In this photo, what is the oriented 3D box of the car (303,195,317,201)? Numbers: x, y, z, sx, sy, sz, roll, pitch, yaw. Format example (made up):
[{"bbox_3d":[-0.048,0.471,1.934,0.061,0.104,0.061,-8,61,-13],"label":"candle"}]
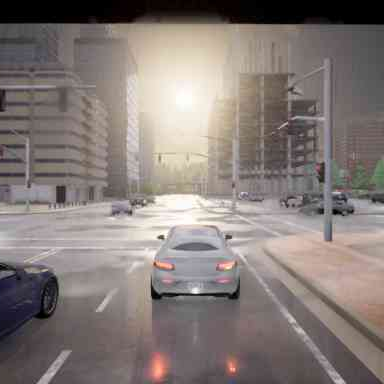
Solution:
[{"bbox_3d":[27.184,1.363,76.926,1.784,1.438,3.905,0,0,0],"label":"car"}]

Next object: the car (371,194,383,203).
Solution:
[{"bbox_3d":[35.487,1.153,61.954,1.932,1.855,4.605,0,0,0],"label":"car"}]

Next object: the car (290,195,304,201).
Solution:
[{"bbox_3d":[24.289,1.395,76.914,1.970,1.475,3.806,0,0,0],"label":"car"}]

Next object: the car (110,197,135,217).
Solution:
[{"bbox_3d":[-6.856,1.525,31.810,1.812,1.442,4.674,0,0,-16],"label":"car"}]

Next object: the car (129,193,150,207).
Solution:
[{"bbox_3d":[-8.121,1.223,50.259,2.150,2.045,5.566,0,0,0],"label":"car"}]

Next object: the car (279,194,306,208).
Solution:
[{"bbox_3d":[13.071,1.153,44.347,1.932,1.855,4.605,0,0,0],"label":"car"}]

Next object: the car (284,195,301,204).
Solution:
[{"bbox_3d":[18.591,1.395,61.785,1.970,1.475,3.806,0,0,0],"label":"car"}]

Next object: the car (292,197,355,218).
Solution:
[{"bbox_3d":[12.102,1.491,30.112,4.902,1.511,2.128,0,0,0],"label":"car"}]

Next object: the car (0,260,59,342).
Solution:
[{"bbox_3d":[-3.441,1.526,4.429,1.812,1.442,4.674,0,0,0],"label":"car"}]

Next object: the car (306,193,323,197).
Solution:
[{"bbox_3d":[15.966,1.156,44.306,1.905,1.878,3.866,0,0,0],"label":"car"}]

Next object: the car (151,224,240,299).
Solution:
[{"bbox_3d":[0.072,1.526,8.303,1.812,1.442,4.674,0,0,0],"label":"car"}]

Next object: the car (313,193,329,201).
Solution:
[{"bbox_3d":[29.867,1.153,76.989,1.932,1.855,4.605,0,0,0],"label":"car"}]

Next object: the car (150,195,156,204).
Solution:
[{"bbox_3d":[-8.187,1.353,64.106,2.097,1.767,4.553,0,0,0],"label":"car"}]
